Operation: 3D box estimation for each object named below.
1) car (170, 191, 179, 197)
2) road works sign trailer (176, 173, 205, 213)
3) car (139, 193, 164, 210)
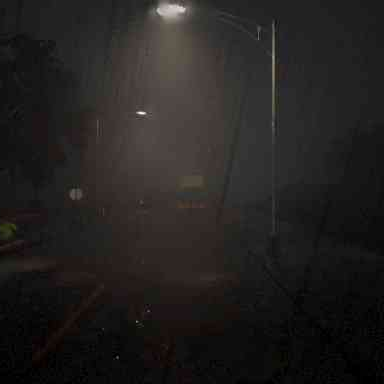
[{"bbox_3d":[-4.002,0.501,75.602,1.895,1.301,4.718,0,1,0],"label":"car"},{"bbox_3d":[-0.001,0.052,30.816,2.380,3.560,2.880,0,1,0],"label":"road works sign trailer"},{"bbox_3d":[-4.090,0.899,34.005,2.097,1.767,4.553,0,1,0],"label":"car"}]
